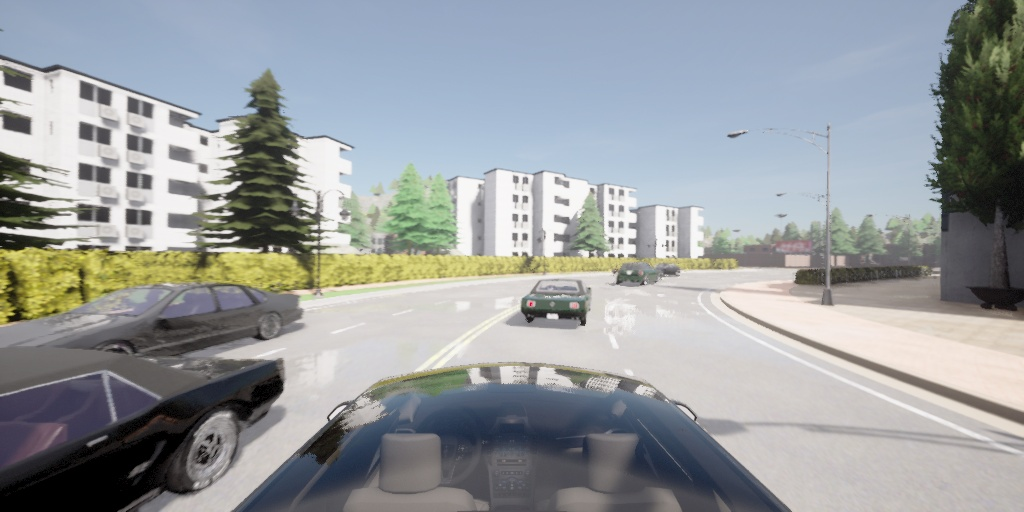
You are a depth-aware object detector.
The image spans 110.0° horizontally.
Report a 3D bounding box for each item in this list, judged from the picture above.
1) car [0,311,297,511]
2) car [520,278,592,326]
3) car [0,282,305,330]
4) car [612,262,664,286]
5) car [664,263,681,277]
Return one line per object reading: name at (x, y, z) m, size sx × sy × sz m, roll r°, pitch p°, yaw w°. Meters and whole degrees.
car at (-3.499, 1.315, 1.747) m, size 1.895 × 1.301 × 4.718 m, roll 1°, pitch 0°, yaw 2°
car at (1.699, 1.398, 12.106) m, size 1.895 × 1.301 × 4.718 m, roll 1°, pitch 0°, yaw 15°
car at (-6.605, 1.245, 7.064) m, size 2.033 × 1.411 × 5.357 m, roll 1°, pitch 0°, yaw 7°
car at (9.737, 1.276, 27.474) m, size 2.097 × 1.767 × 4.553 m, roll 1°, pitch 0°, yaw 38°
car at (16.204, 1.513, 38.527) m, size 4.902 × 1.511 × 2.128 m, roll 1°, pitch 0°, yaw -36°
